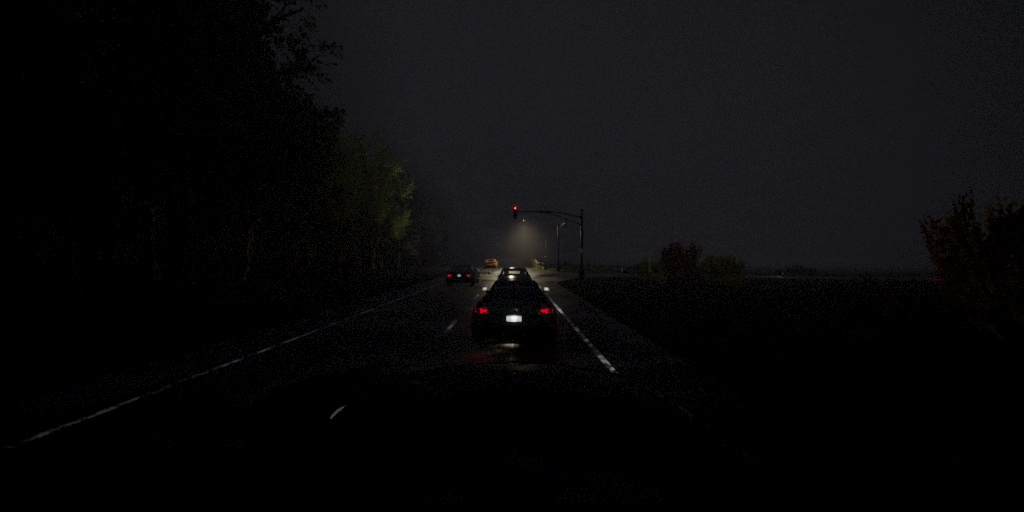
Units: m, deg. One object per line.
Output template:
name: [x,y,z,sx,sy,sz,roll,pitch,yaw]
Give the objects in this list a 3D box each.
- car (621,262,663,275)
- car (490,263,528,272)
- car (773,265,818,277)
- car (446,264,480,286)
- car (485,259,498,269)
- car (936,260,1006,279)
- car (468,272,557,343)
car: [15.276,1.464,41.965,4.892,1.490,1.837,1,-1,2]
car: [0.121,1.295,18.878,2.033,1.411,5.357,0,0,0]
car: [32.925,1.715,41.735,4.181,1.385,1.994,1,-1,0]
car: [-3.373,1.294,25.304,2.033,1.411,5.357,0,0,0]
car: [-3.334,1.211,58.278,1.882,1.535,5.008,0,0,0]
car: [48.592,1.484,38.058,5.566,2.045,2.150,1,-1,0]
car: [0.093,1.313,9.674,1.994,1.385,4.181,0,0,1]
